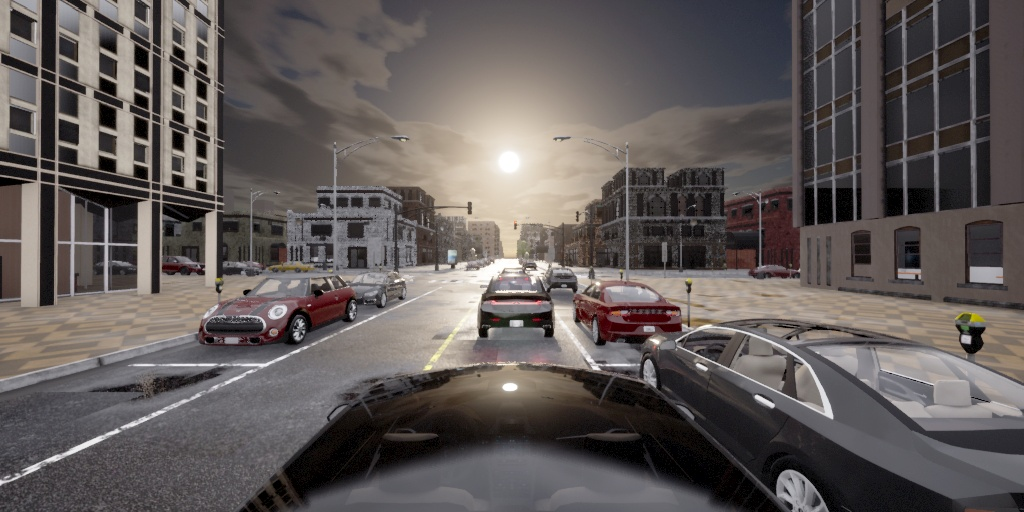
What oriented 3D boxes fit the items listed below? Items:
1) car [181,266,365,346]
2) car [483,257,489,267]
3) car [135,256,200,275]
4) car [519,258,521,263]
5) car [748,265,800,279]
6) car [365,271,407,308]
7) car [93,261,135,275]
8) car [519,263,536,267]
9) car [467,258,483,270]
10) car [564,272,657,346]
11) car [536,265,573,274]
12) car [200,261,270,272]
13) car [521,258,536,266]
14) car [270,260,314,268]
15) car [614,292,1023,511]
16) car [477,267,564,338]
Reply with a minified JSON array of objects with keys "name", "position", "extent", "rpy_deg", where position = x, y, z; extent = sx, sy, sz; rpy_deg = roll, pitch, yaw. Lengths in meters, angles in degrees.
[{"name":"car","position":[-5.693,1.190,9.275],"extent":[1.967,1.591,4.097],"rpy_deg":[0,0,0]},{"name":"car","position":[-5.714,1.309,64.088],"extent":[2.007,1.370,4.403],"rpy_deg":[0,0,0]},{"name":"car","position":[-30.964,0.918,33.121],"extent":[5.009,1.841,2.192],"rpy_deg":[0,0,1]},{"name":"car","position":[2.667,1.341,64.077],"extent":[1.802,1.307,4.207],"rpy_deg":[0,0,0]},{"name":"car","position":[23.631,1.433,32.265],"extent":[4.207,1.307,1.802],"rpy_deg":[0,0,1]},{"name":"car","position":[-5.695,1.302,14.967],"extent":[2.007,1.370,4.403],"rpy_deg":[0,0,0]},{"name":"car","position":[-36.500,1.131,33.204],"extent":[4.403,1.370,2.007],"rpy_deg":[0,0,1]},{"name":"car","position":[0.092,1.316,20.592],"extent":[1.994,1.385,4.181],"rpy_deg":[0,0,0]},{"name":"car","position":[-5.709,1.339,53.045],"extent":[1.802,1.307,4.207],"rpy_deg":[0,0,0]},{"name":"car","position":[2.687,1.296,9.261],"extent":[1.888,1.381,4.507],"rpy_deg":[0,0,0]},{"name":"car","position":[2.683,1.303,20.645],"extent":[2.007,1.370,4.403],"rpy_deg":[0,0,0]},{"name":"car","position":[-25.427,1.177,33.037],"extent":[4.403,1.370,2.007],"rpy_deg":[0,0,1]},{"name":"car","position":[2.671,1.322,53.035],"extent":[1.948,1.339,4.313],"rpy_deg":[0,0,0]},{"name":"car","position":[-25.469,1.198,41.419],"extent":[4.829,1.417,1.751],"rpy_deg":[0,0,1]},{"name":"car","position":[2.690,1.301,3.569],"extent":[2.007,1.370,4.403],"rpy_deg":[0,0,0]},{"name":"car","position":[0.098,1.242,10.168],"extent":[2.128,1.511,4.902],"rpy_deg":[0,0,0]}]
